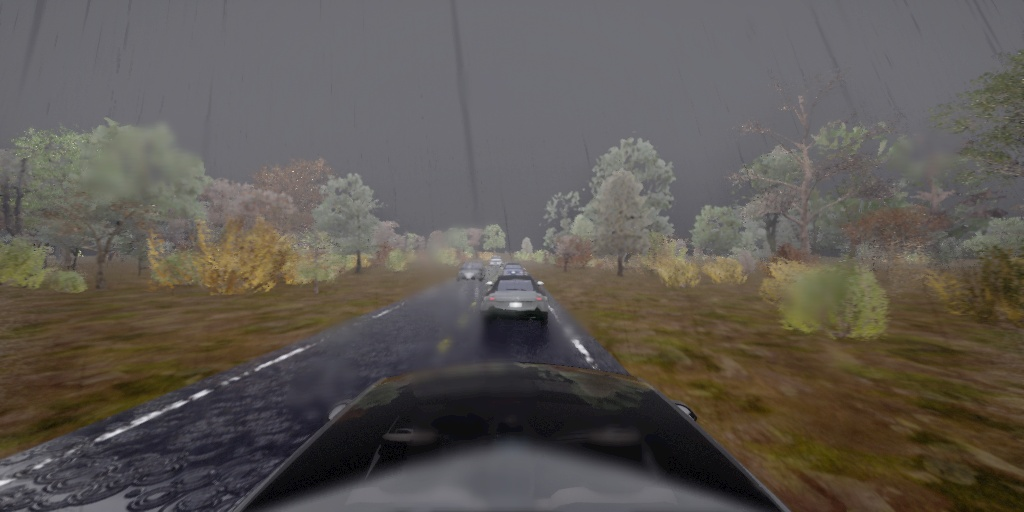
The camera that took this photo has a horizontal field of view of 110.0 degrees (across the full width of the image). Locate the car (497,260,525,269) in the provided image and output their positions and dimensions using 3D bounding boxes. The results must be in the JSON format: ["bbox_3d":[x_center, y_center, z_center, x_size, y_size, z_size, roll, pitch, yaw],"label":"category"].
[{"bbox_3d":[0.098,1.295,29.735,2.033,1.411,5.357,0,0,0],"label":"car"}]

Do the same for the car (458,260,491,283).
[{"bbox_3d":[-3.093,1.240,28.273,2.128,1.511,4.902,0,0,0],"label":"car"}]

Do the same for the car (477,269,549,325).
[{"bbox_3d":[0.103,1.314,11.856,1.994,1.385,4.181,0,0,0],"label":"car"}]
